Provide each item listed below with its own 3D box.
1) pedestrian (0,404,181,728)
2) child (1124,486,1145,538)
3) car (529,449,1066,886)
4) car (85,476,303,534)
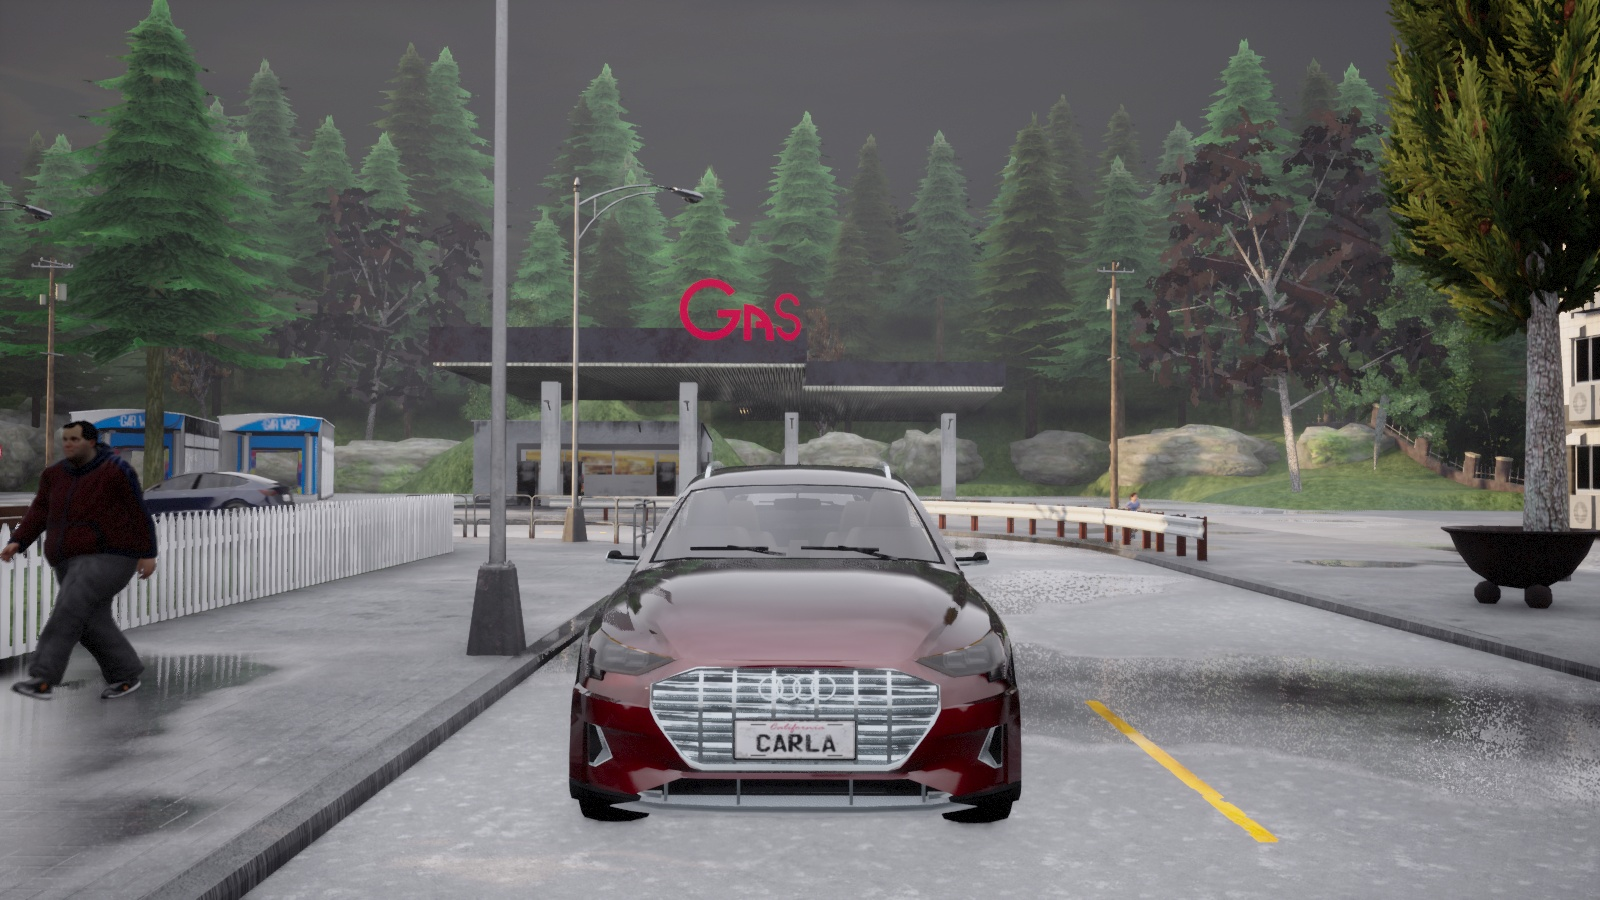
[{"bbox_3d":[-4.387,0.670,7.675,0.634,1.844,0.899,-1,-1,17],"label":"pedestrian"},{"bbox_3d":[7.153,1.326,26.876,0.255,1.110,0.394,0,-1,-18],"label":"child"},{"bbox_3d":[-0.007,0.865,7.197,2.033,1.649,4.856,0,-1,0],"label":"car"},{"bbox_3d":[-16.146,1.443,33.648,4.792,1.488,2.163,0,-1,0],"label":"car"}]
